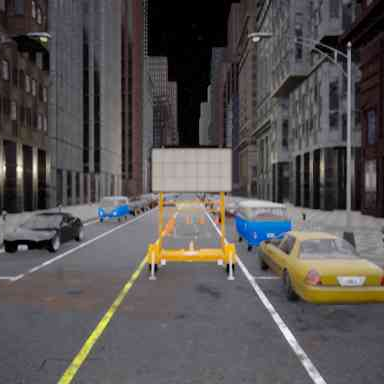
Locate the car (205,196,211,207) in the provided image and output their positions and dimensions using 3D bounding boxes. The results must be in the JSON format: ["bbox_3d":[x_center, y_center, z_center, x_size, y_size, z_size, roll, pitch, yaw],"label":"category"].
[{"bbox_3d":[2.747,1.417,36.075,2.008,1.369,4.403,0,0,0],"label":"car"}]

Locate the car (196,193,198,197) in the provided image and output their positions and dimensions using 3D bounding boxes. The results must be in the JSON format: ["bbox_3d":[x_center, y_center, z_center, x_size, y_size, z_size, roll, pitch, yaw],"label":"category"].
[{"bbox_3d":[2.730,1.144,81.164,1.967,1.590,4.097,0,0,0],"label":"car"}]

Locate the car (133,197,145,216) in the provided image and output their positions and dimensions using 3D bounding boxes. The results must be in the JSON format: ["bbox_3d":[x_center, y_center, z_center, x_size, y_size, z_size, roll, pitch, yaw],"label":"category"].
[{"bbox_3d":[-5.776,1.453,30.425,1.947,1.339,4.313,0,0,0],"label":"car"}]

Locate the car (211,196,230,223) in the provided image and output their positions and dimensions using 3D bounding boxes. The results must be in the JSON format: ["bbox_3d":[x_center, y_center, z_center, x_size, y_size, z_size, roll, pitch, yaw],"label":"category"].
[{"bbox_3d":[2.750,1.348,24.802,1.967,1.590,4.097,0,0,0],"label":"car"}]

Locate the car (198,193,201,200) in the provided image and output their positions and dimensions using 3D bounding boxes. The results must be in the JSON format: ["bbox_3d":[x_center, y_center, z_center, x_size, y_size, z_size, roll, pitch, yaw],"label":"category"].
[{"bbox_3d":[2.738,1.100,58.620,2.192,1.841,5.009,0,0,0],"label":"car"}]

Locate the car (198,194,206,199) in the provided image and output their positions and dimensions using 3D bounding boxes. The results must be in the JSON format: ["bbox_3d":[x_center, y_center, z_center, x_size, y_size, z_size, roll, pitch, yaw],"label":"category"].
[{"bbox_3d":[2.726,1.232,92.437,1.947,1.339,4.313,0,0,0],"label":"car"}]

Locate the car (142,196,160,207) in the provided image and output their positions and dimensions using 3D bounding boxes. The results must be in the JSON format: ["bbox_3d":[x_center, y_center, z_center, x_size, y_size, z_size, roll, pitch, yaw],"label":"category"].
[{"bbox_3d":[-5.782,1.370,47.335,1.887,1.381,4.507,0,0,0],"label":"car"}]

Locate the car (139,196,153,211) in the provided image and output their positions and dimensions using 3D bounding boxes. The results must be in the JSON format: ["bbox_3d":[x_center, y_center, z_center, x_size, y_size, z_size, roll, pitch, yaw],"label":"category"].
[{"bbox_3d":[-5.778,1.432,36.061,1.947,1.339,4.313,0,0,0],"label":"car"}]

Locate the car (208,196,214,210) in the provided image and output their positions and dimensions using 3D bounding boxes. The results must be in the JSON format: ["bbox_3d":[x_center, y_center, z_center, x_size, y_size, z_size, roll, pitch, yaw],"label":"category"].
[{"bbox_3d":[2.749,1.412,30.609,1.752,1.417,4.829,0,0,0],"label":"car"}]

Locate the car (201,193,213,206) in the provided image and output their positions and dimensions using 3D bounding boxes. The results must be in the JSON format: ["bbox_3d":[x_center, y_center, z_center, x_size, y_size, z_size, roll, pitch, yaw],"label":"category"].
[{"bbox_3d":[2.742,1.266,47.347,1.967,1.590,4.097,0,0,0],"label":"car"}]

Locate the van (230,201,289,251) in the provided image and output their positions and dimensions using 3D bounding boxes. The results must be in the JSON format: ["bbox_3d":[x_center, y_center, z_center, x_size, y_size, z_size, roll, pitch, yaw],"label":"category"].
[{"bbox_3d":[2.754,1.290,13.529,1.690,1.788,3.998,0,0,0],"label":"van"}]

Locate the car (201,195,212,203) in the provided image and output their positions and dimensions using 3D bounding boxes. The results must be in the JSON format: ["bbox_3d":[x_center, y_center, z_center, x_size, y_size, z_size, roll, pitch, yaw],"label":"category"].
[{"bbox_3d":[2.736,1.309,64.257,1.887,1.381,4.507,0,0,0],"label":"car"}]

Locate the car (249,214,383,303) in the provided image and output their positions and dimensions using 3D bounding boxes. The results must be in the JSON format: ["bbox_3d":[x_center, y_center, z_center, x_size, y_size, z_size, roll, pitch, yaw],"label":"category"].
[{"bbox_3d":[2.757,1.494,8.064,1.752,1.417,4.829,0,0,0],"label":"car"}]

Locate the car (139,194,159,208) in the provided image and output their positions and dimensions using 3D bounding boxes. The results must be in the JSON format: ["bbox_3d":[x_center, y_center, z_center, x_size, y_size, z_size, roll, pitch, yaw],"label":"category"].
[{"bbox_3d":[-5.781,1.161,41.697,2.192,1.841,5.009,0,0,0],"label":"car"}]

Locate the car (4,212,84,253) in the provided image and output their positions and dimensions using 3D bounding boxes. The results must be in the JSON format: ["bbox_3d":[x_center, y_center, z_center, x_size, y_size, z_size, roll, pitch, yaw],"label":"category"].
[{"bbox_3d":[-5.770,1.515,13.514,1.947,1.339,4.313,0,0,0],"label":"car"}]

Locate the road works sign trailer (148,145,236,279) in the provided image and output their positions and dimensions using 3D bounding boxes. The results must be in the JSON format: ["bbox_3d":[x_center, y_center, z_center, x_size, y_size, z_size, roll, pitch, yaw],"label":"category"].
[{"bbox_3d":[-0.004,0.426,9.841,2.380,3.560,2.880,0,0,0],"label":"road works sign trailer"}]

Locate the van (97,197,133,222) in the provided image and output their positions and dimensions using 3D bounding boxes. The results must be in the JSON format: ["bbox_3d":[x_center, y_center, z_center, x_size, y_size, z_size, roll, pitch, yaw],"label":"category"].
[{"bbox_3d":[-5.775,1.249,24.787,1.690,1.788,3.998,0,0,0],"label":"van"}]

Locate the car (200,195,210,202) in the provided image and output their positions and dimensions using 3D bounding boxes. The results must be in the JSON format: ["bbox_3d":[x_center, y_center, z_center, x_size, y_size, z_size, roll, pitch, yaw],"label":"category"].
[{"bbox_3d":[2.734,1.310,69.893,1.947,1.339,4.313,0,0,0],"label":"car"}]

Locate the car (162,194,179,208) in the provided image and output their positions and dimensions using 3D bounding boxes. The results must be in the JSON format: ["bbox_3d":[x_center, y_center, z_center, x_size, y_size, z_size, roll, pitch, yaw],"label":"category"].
[{"bbox_3d":[-3.097,1.344,43.692,1.837,1.490,4.892,0,0,0],"label":"car"}]

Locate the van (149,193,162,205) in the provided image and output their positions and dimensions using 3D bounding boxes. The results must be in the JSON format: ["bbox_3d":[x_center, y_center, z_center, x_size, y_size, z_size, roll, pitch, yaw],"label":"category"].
[{"bbox_3d":[-5.785,1.146,52.971,1.690,1.788,3.998,0,0,0],"label":"van"}]

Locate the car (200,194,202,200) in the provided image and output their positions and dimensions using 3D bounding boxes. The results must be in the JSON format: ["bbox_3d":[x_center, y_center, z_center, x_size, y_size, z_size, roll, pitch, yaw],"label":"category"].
[{"bbox_3d":[2.741,1.371,52.984,1.947,1.339,4.313,0,0,0],"label":"car"}]
